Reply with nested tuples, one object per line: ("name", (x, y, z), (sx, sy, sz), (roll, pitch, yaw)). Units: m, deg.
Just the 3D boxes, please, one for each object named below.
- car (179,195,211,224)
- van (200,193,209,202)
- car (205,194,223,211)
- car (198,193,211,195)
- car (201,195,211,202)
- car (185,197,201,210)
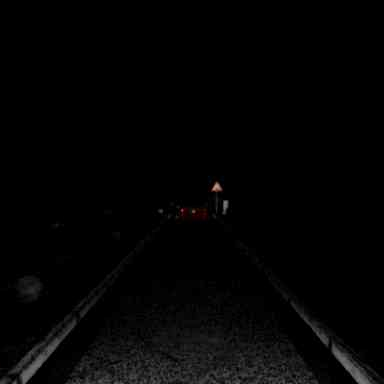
("car", (0.104, 1.366, 25.287), (2.097, 1.767, 4.553), (0, 0, 0))
("van", (3.007, 1.214, 79.385), (1.878, 1.987, 4.442), (0, 0, 0))
("car", (3.003, 1.483, 46.257), (2.231, 1.521, 4.892), (0, 0, 0))
("car", (3.006, 1.193, 68.254), (2.435, 2.045, 5.566), (0, 0, 0))
("car", (3.006, 1.479, 73.742), (2.002, 1.452, 4.674), (0, 0, 0))
("car", (0.106, 1.482, 42.964), (1.882, 1.535, 5.008), (0, 0, 0))
